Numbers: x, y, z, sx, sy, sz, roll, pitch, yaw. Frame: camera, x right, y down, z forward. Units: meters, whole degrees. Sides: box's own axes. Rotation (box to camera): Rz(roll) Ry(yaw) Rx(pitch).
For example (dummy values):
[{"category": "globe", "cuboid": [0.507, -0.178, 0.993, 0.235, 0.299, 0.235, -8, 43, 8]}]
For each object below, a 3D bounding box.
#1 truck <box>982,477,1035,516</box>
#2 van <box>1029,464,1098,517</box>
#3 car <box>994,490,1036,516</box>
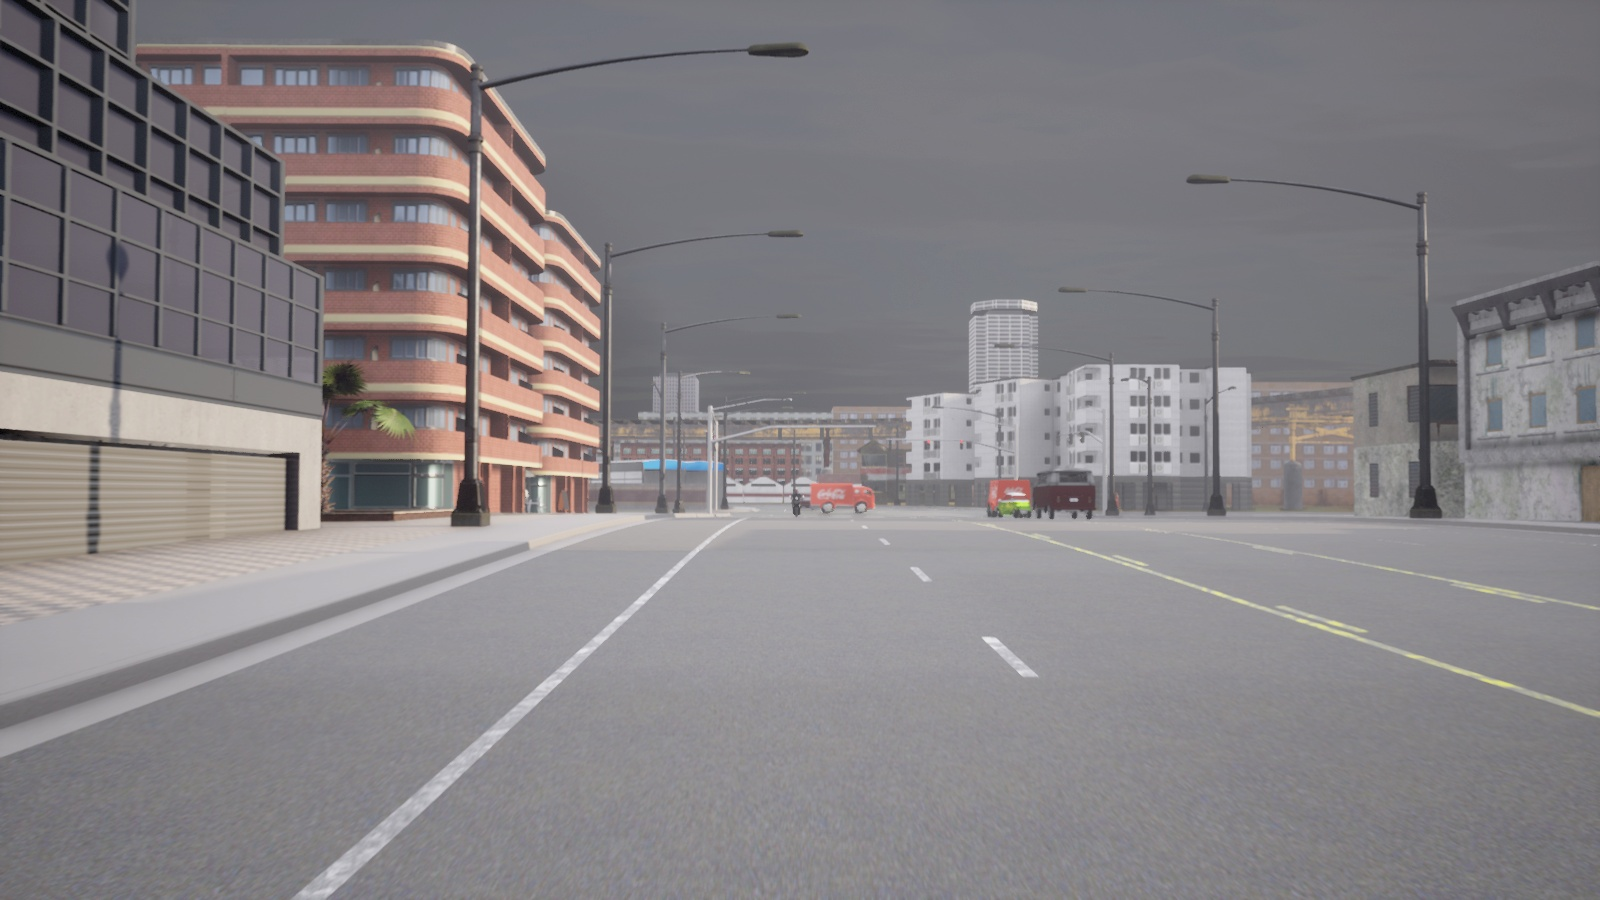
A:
[{"category": "truck", "cuboid": [13.809, 3.113, 83.548, 2.627, 2.467, 5.204, 0, -3, -1]}, {"category": "van", "cuboid": [10.380, 1.647, 49.737, 1.775, 1.987, 4.442, 0, -3, 0]}, {"category": "car", "cuboid": [11.543, 2.861, 67.468, 1.481, 1.376, 2.207, 1, -3, -14]}]
